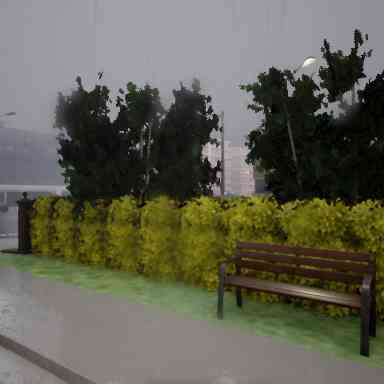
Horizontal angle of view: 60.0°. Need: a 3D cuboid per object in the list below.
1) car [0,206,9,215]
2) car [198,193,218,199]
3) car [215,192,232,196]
[{"bbox_3d":[-19.716,1.590,30.688,1.895,1.301,4.718,0,0,35],"label":"car"},{"bbox_3d":[3.443,0.818,69.564,1.895,1.301,4.718,0,1,35],"label":"car"},{"bbox_3d":[6.812,0.691,68.286,1.882,1.535,5.008,0,1,35],"label":"car"}]
